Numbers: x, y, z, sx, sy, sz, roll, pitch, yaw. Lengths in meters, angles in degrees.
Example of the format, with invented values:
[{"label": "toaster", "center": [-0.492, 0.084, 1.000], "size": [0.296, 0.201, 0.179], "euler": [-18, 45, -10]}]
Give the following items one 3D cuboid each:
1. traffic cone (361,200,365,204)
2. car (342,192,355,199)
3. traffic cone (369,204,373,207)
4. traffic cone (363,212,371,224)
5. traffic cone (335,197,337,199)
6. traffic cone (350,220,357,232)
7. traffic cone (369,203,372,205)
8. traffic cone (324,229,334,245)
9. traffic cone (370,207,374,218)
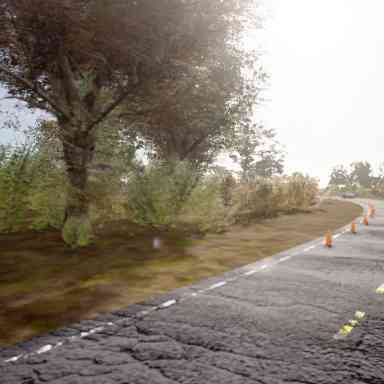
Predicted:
[{"label": "traffic cone", "center": [24.785, 1.463, 47.587], "size": [0.340, 0.580, 0.340], "euler": [0, 1, 22]}, {"label": "car", "center": [34.845, 0.793, 74.126], "size": [1.812, 1.442, 4.674], "euler": [0, 1, 11]}, {"label": "traffic cone", "center": [16.309, 1.639, 29.887], "size": [0.340, 0.580, 0.340], "euler": [0, 1, 29]}, {"label": "traffic cone", "center": [11.204, 1.726, 21.502], "size": [0.340, 0.580, 0.340], "euler": [0, 1, 33]}, {"label": "traffic cone", "center": [32.898, 1.201, 75.855], "size": [0.340, 0.580, 0.340], "euler": [0, 1, 10]}, {"label": "traffic cone", "center": [8.444, 1.769, 17.440], "size": [0.340, 0.580, 0.340], "euler": [0, 1, 35]}, {"label": "traffic cone", "center": [18.649, 1.596, 34.204], "size": [0.340, 0.580, 0.340], "euler": [0, 1, 28]}, {"label": "traffic cone", "center": [5.550, 1.812, 13.475], "size": [0.340, 0.580, 0.340], "euler": [0, 1, 37]}, {"label": "traffic cone", "center": [13.827, 1.683, 25.652], "size": [0.340, 0.580, 0.340], "euler": [0, 1, 31]}]
